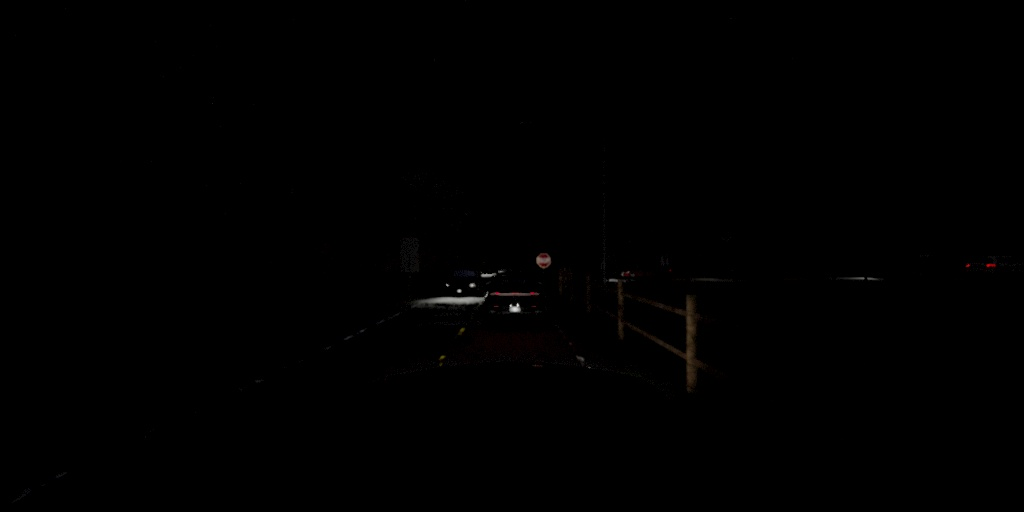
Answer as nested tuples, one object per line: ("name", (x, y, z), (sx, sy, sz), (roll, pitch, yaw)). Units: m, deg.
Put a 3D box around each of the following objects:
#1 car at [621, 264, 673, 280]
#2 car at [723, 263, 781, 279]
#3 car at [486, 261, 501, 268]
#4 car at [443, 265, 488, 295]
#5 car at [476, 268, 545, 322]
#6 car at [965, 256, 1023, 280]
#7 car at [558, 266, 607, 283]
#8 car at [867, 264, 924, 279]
("car", (12.830, 1.520, 34.220), (4.674, 1.442, 1.812), (0, -1, 1))
("car", (22.926, 1.428, 34.366), (5.008, 1.535, 1.882), (0, -1, -1))
("car", (-2.911, 1.731, 49.068), (1.994, 1.385, 4.181), (0, 0, 0))
("car", (-2.780, 1.481, 21.566), (2.033, 1.411, 5.357), (0, -1, 0))
("car", (0.083, 1.344, 12.792), (2.128, 1.511, 4.902), (0, -1, 0))
("car", (43.922, 1.028, 31.872), (5.566, 2.045, 2.150), (0, -1, -1))
("car", (6.041, 1.523, 30.431), (4.181, 1.385, 1.994), (0, -1, -24))
("car", (36.905, 1.452, 34.609), (4.181, 1.385, 1.994), (0, -1, 0))
